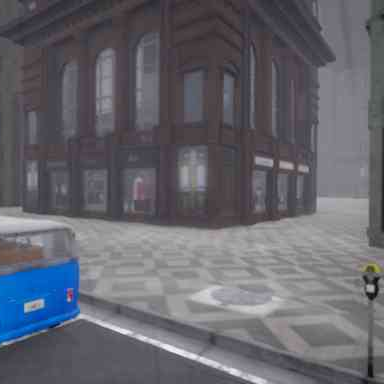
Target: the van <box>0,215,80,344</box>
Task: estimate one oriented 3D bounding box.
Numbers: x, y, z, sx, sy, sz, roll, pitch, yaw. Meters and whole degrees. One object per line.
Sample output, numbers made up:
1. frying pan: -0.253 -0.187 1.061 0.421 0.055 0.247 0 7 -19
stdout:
1. van: -3.622 1.268 5.551 3.998 1.788 1.690 1 0 36
